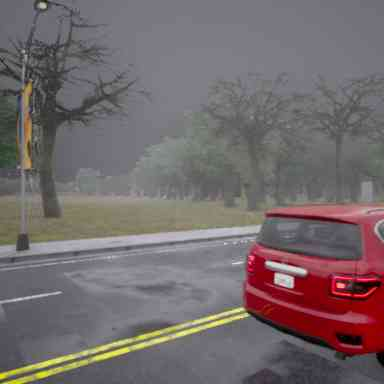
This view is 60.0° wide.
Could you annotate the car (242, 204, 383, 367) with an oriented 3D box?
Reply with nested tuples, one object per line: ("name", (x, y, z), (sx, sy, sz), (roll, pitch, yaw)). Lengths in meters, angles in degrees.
("car", (3.367, 1.237, 5.837), (5.566, 2.045, 2.150), (0, 0, -35))
